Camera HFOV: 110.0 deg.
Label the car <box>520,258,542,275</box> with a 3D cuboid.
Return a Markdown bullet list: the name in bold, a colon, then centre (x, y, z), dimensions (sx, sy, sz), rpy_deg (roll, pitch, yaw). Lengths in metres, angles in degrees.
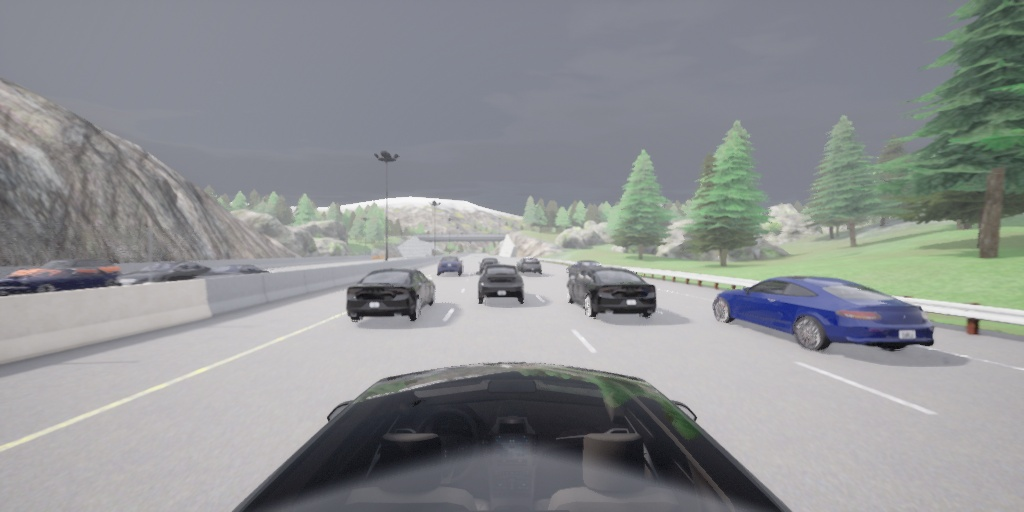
- **car**: centre (1.514, 0.906, 32.549), dimensions (2.128, 1.511, 4.902), rpy_deg (0, 1, -5)

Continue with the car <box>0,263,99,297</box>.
- **car**: centre (-21.900, 1.222, 17.536), dimensions (1.895, 1.301, 4.718), rpy_deg (0, 1, -5)

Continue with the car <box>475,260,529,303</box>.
- **car**: centre (-0.541, 1.105, 15.725), dimensions (1.837, 1.490, 4.892), rpy_deg (0, 1, -4)

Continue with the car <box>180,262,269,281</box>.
- **car**: centre (-15.042, 1.152, 19.428), dimensions (1.994, 1.385, 4.181), rpy_deg (0, 1, -5)

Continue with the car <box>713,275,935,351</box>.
- **car**: centre (6.867, 1.188, 8.600), dimensions (1.812, 1.442, 4.674), rpy_deg (0, 1, -2)

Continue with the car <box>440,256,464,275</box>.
- **car**: centre (-5.531, 0.779, 32.695), dimensions (2.097, 1.767, 4.553), rpy_deg (0, 1, -5)

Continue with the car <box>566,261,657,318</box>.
- **car**: centre (3.179, 1.106, 12.426), dimensions (1.882, 1.535, 5.008), rpy_deg (0, 1, -3)

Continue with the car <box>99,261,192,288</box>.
- **car**: centre (-18.560, 1.085, 19.489), dimensions (2.128, 1.511, 4.902), rpy_deg (0, 1, -5)

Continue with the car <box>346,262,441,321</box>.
- **car**: centre (-3.805, 1.124, 12.024), dimensions (1.882, 1.535, 5.008), rpy_deg (0, 1, -3)

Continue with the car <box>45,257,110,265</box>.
- **car**: centre (-25.706, 0.945, 20.829), dimensions (2.097, 1.767, 4.553), rpy_deg (0, 1, -5)

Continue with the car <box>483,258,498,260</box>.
- **car**: centre (-2.028, 0.923, 32.848), dimensions (1.837, 1.490, 4.892), rpy_deg (0, 1, -5)
